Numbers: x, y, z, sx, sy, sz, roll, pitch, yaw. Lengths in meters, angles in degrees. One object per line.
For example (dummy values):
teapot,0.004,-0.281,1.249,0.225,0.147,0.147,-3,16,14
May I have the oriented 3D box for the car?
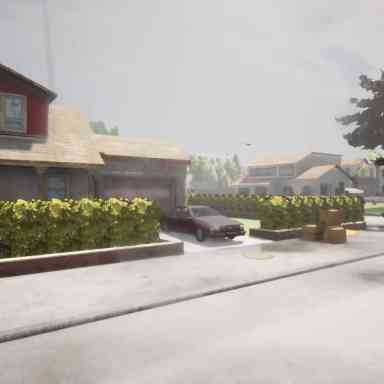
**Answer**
car,0.137,1.356,15.506,2.033,1.415,5.357,0,0,-33
